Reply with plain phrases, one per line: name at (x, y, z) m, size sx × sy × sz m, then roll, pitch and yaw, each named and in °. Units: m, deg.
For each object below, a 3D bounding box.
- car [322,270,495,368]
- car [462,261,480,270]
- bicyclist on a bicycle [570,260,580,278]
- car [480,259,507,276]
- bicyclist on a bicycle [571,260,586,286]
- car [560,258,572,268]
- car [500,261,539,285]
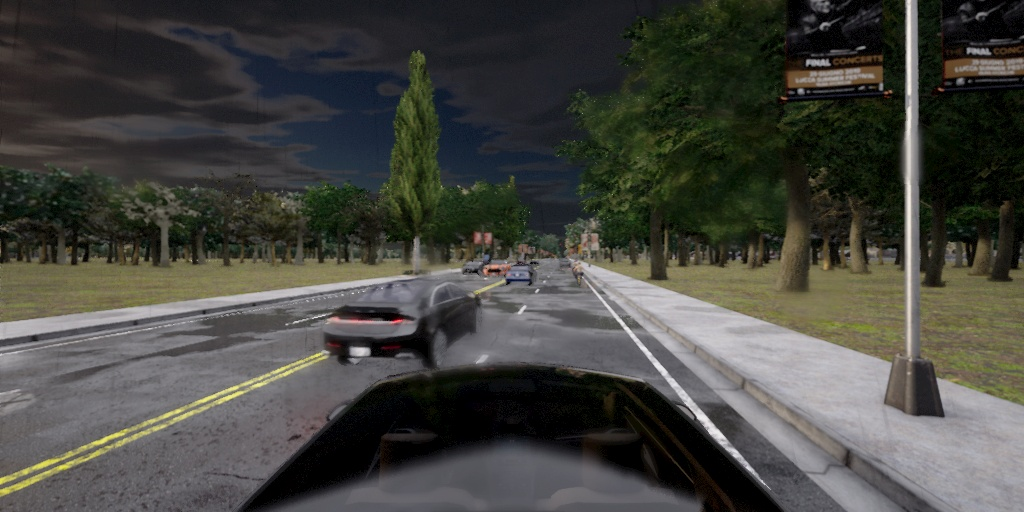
car at (-1.967, 1.248, 7.885) m, size 2.128 × 1.511 × 4.902 m, roll 0°, pitch 0°, yaw 8°
car at (-4.122, 1.289, 39.193) m, size 1.837 × 1.490 × 4.892 m, roll 0°, pitch 0°, yaw 8°
bicyclist on a bicycle at (5.994, 1.209, 34.019) m, size 0.866 × 1.612 × 1.509 m, roll 0°, pitch 0°, yaw 8°
car at (-1.373, 1.131, 35.554) m, size 2.097 × 1.767 × 4.553 m, roll 0°, pitch 0°, yaw 8°
bicyclist on a bicycle at (4.549, 1.202, 24.220) m, size 0.866 × 1.612 × 1.509 m, roll 0°, pitch 0°, yaw 8°
car at (9.439, 1.288, 62.957) m, size 2.128 × 1.511 × 4.902 m, roll 0°, pitch 0°, yaw 9°
car at (0.744, 1.317, 26.261) m, size 2.033 × 1.411 × 5.357 m, roll 0°, pitch 0°, yaw 8°
